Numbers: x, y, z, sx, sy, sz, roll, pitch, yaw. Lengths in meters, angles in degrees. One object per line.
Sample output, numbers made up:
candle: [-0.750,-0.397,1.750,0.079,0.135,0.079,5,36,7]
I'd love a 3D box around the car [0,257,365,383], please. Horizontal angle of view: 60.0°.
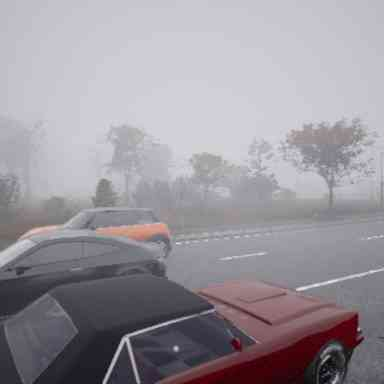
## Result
car: [-0.301,1.580,3.383,4.718,1.301,1.895,0,0,-34]

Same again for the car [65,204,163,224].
car: [-2.939,1.285,10.305,4.553,1.767,2.097,0,1,-33]

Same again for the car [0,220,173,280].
car: [-2.686,1.487,6.242,4.674,1.442,1.812,0,0,-35]
